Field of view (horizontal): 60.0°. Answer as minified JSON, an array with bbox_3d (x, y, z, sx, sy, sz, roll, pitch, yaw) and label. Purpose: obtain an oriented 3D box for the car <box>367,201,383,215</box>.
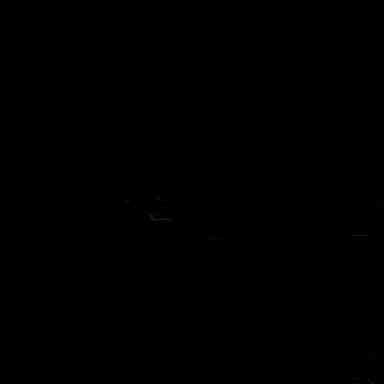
[{"bbox_3d":[15.395,1.126,24.588,2.097,1.535,5.008,2,2,-19],"label":"car"}]
